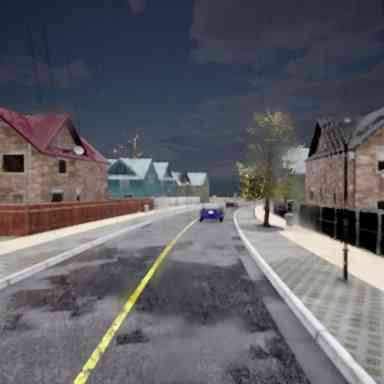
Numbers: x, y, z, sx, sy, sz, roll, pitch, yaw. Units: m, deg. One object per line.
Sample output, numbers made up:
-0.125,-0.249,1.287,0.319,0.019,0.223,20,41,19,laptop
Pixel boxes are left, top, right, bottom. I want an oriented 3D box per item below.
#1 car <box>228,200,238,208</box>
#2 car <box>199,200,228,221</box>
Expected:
6.917,2.063,58.292,2.033,1.411,5.357,1,-1,13,car
1.798,1.698,29.019,2.163,1.488,4.792,0,0,7,car
